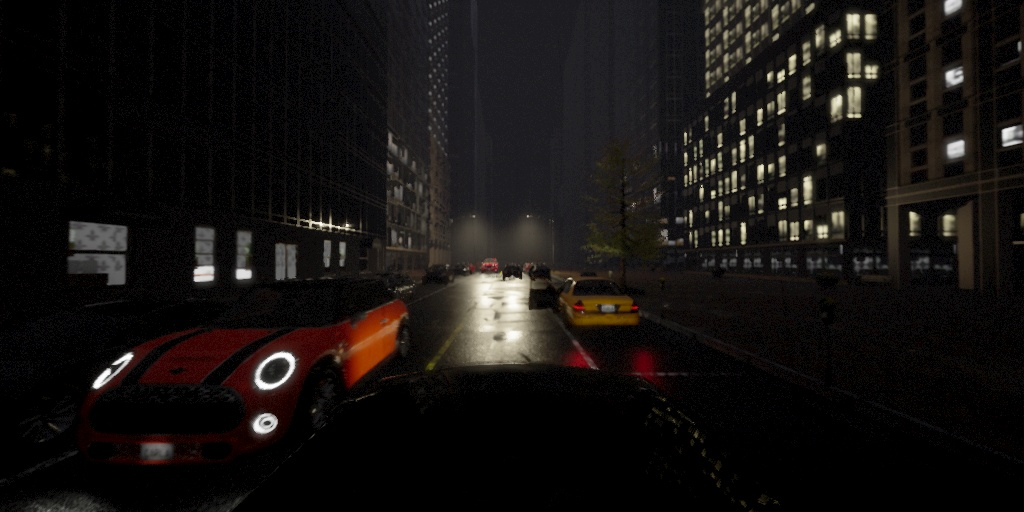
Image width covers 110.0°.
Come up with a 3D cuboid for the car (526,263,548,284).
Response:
[{"bbox_3d":[2.686,1.526,33.630,2.007,1.370,4.403,0,0,0],"label":"car"}]

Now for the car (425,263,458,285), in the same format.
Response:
[{"bbox_3d":[-5.693,1.375,27.962,1.967,1.591,4.097,0,0,0],"label":"car"}]

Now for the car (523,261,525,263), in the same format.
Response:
[{"bbox_3d":[2.685,1.603,45.008,1.888,1.381,4.507,0,0,0],"label":"car"}]

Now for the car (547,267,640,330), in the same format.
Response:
[{"bbox_3d":[2.350,1.274,11.328,1.801,1.575,5.366,0,0,0],"label":"car"}]

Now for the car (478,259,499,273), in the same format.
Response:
[{"bbox_3d":[-3.007,1.419,49.679,2.150,2.045,5.566,0,0,0],"label":"car"}]

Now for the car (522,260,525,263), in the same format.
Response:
[{"bbox_3d":[2.684,1.680,50.697,1.802,1.307,4.207,0,0,0],"label":"car"}]

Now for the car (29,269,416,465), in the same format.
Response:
[{"bbox_3d":[-3.100,1.128,5.377,2.097,1.767,4.553,0,0,0],"label":"car"}]

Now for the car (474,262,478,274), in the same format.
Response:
[{"bbox_3d":[-5.696,1.603,45.028,1.888,1.381,4.507,0,0,0],"label":"car"}]

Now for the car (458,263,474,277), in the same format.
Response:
[{"bbox_3d":[-5.696,1.567,39.340,2.007,1.370,4.403,0,0,0],"label":"car"}]

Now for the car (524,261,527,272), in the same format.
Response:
[{"bbox_3d":[2.685,1.456,39.318,1.967,1.591,4.097,0,0,0],"label":"car"}]

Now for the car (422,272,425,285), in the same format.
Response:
[{"bbox_3d":[-5.692,1.405,16.584,2.007,1.370,4.403,0,0,0],"label":"car"}]

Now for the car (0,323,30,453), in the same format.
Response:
[{"bbox_3d":[-5.690,1.341,5.206,1.948,1.339,4.313,0,0,0],"label":"car"}]

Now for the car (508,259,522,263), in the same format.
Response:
[{"bbox_3d":[0.053,1.568,49.610,1.882,1.535,5.008,0,0,0],"label":"car"}]

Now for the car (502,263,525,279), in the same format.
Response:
[{"bbox_3d":[0.051,1.590,35.417,1.895,1.301,4.718,0,0,0],"label":"car"}]
